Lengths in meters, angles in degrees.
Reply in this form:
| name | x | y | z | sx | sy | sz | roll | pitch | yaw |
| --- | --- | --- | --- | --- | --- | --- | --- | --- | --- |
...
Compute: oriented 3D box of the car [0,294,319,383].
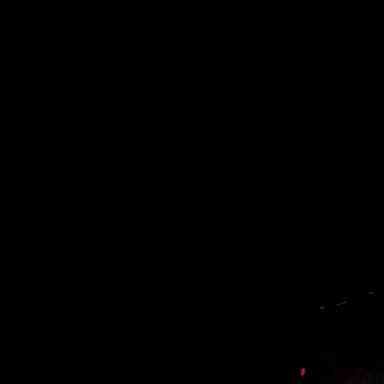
| name | x | y | z | sx | sy | sz | roll | pitch | yaw |
| --- | --- | --- | --- | --- | --- | --- | --- | --- | --- |
| car | -1.442 | 1.548 | 2.044 | 5.357 | 1.411 | 2.033 | 0 | 0 | -35 |
